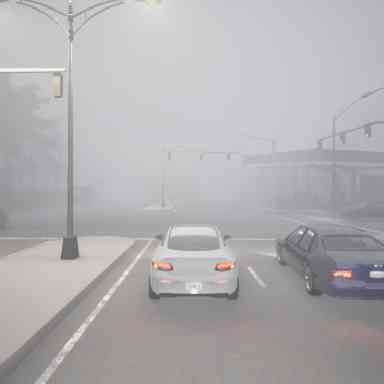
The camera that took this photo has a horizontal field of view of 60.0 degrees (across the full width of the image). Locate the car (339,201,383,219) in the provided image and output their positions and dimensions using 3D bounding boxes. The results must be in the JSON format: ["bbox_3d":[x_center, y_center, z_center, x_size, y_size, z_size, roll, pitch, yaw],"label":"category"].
[{"bbox_3d":[14.749,1.523,27.755,4.674,1.442,1.812,0,0,-1],"label":"car"}]

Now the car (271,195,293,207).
[{"bbox_3d":[12.891,1.261,47.890,2.242,1.667,4.611,0,0,0],"label":"car"}]

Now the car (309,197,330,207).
[{"bbox_3d":[18.630,1.433,48.691,1.970,1.475,3.806,0,0,0],"label":"car"}]

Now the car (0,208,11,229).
[{"bbox_3d":[-11.660,1.499,18.540,2.033,1.411,5.357,0,0,-15],"label":"car"}]

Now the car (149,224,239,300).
[{"bbox_3d":[0.032,1.516,8.260,1.812,1.442,4.674,0,0,0],"label":"car"}]

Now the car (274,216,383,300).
[{"bbox_3d":[3.511,1.545,8.567,2.033,1.411,5.357,0,0,3],"label":"car"}]
